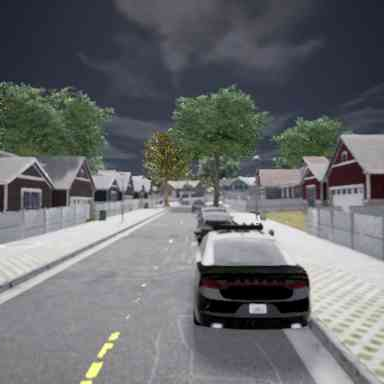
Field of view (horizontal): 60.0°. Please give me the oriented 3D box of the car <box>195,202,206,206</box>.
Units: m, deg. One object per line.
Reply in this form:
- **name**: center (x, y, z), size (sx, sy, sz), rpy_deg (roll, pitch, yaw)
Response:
- **car**: center (1.285, 1.708, 23.244), size (1.837, 1.490, 4.892), rpy_deg (0, 0, 1)

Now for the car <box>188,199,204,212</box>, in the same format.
- **car**: center (0.896, 1.885, 45.165), size (2.128, 1.511, 4.902), rpy_deg (0, 0, 2)

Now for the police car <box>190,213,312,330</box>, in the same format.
- **police car**: center (0.992, 1.490, 7.354), size (1.930, 1.638, 5.238), rpy_deg (0, -1, 1)

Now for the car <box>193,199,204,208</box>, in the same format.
- **car**: center (1.129, 2.049, 59.553), size (1.812, 1.442, 4.674), rpy_deg (0, -1, 1)

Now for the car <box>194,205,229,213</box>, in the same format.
- **car**: center (1.174, 1.656, 17.244), size (1.837, 1.490, 4.892), rpy_deg (0, 0, 1)

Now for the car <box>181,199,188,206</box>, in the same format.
- **car**: center (-1.393, 2.177, 72.022), size (1.812, 1.442, 4.674), rpy_deg (0, -1, 1)
